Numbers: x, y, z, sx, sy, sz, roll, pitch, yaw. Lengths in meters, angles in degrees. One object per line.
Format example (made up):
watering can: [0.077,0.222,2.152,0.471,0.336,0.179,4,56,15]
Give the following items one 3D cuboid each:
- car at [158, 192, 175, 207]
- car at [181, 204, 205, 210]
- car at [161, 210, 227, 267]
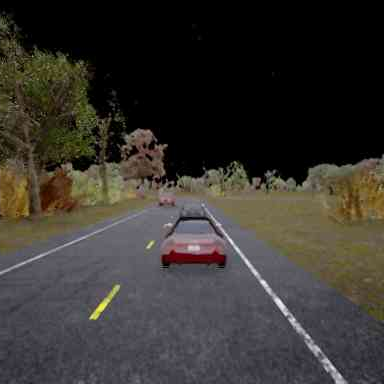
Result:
car: [-3.572,1.092,48.158,2.150,2.045,5.566,0,0,0]
car: [0.069,1.537,25.210,1.895,1.301,4.718,0,0,0]
car: [0.073,1.536,11.292,1.994,1.385,4.181,0,0,0]
